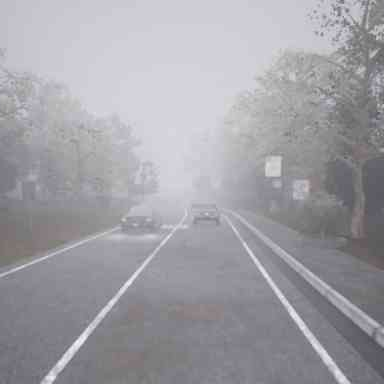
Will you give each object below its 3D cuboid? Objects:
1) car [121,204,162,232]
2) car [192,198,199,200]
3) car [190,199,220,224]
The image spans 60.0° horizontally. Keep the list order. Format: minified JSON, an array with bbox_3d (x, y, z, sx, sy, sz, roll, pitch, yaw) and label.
[{"bbox_3d":[-2.864,1.463,19.759,1.812,1.442,4.674,0,0,2],"label":"car"},{"bbox_3d":[0.761,1.472,42.770,1.895,1.301,4.718,0,1,-4],"label":"car"},{"bbox_3d":[1.064,1.499,24.316,2.033,1.411,5.357,0,0,2],"label":"car"}]
